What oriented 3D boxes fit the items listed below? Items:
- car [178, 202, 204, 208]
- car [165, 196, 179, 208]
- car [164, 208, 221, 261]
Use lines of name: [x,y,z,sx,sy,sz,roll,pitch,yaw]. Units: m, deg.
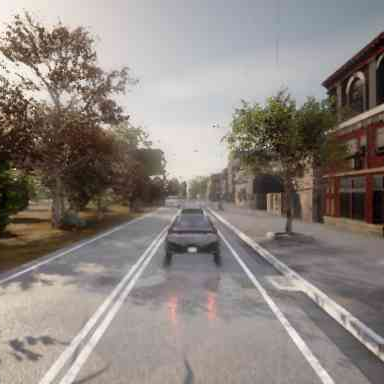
car: [0.037,1.723,28.841,1.882,1.535,5.008,0,0,0]
car: [-3.343,1.737,57.515,2.150,2.045,5.566,0,-1,1]
car: [0.036,1.582,12.625,2.128,1.511,4.902,0,0,1]
